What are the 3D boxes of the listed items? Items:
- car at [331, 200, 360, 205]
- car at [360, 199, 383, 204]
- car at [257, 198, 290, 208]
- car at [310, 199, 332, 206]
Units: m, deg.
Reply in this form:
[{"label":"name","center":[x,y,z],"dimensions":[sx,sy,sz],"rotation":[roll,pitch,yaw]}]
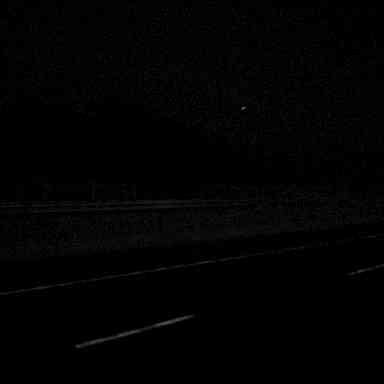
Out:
[{"label":"car","center":[18.635,1.568,38.742],"dimensions":[4.181,1.385,1.994],"rotation":[0,0,-35]},{"label":"car","center":[20.571,1.481,35.824],"dimensions":[5.008,1.535,1.882],"rotation":[0,0,-35]},{"label":"car","center":[9.859,1.492,40.203],"dimensions":[4.902,1.511,2.128],"rotation":[0,0,-38]},{"label":"car","center":[16.673,1.568,41.640],"dimensions":[4.181,1.385,1.994],"rotation":[0,0,-35]}]
